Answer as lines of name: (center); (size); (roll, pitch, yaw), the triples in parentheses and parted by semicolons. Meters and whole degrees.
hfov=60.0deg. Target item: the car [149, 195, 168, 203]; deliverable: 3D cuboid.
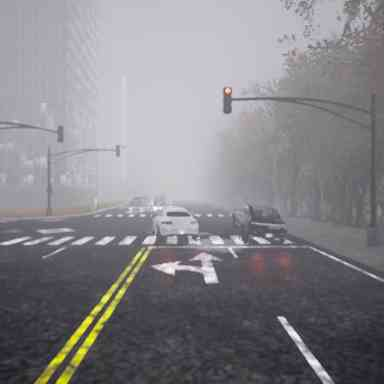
car: (-5.010, 1.365, 51.476); (2.128, 1.511, 4.902); (0, 0, -3)

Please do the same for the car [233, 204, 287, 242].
car: (3.142, 1.336, 15.974); (2.128, 1.511, 4.902); (4, 5, -1)

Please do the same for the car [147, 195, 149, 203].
car: (-9.090, 1.349, 64.638); (1.837, 1.490, 4.892); (0, 0, -4)

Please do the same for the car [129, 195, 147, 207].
car: (-8.135, 1.404, 49.156); (1.812, 1.442, 4.674); (0, 0, -3)

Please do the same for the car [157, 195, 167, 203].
car: (-5.999, 1.336, 67.187); (1.837, 1.490, 4.892); (0, 0, -4)

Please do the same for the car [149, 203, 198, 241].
car: (-0.942, 1.480, 16.450); (1.812, 1.442, 4.674); (0, 0, -13)
